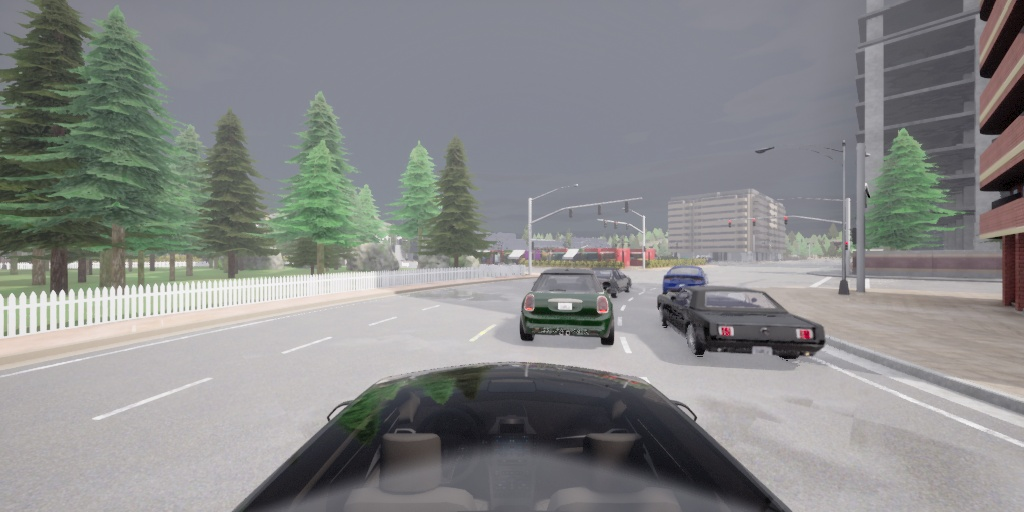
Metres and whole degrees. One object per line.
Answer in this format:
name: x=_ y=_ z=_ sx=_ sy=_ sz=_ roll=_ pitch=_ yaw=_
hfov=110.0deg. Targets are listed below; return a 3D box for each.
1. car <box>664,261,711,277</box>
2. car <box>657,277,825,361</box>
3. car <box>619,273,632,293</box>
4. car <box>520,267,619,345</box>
car: x=9.082 y=1.228 z=18.605 sx=1.882 sy=1.535 sz=5.008 roll=0 pitch=0 yaw=30
car: x=4.766 y=1.351 z=8.375 sx=1.895 sy=1.301 sz=4.718 roll=0 pitch=0 yaw=11
car: x=4.827 y=1.297 z=18.552 sx=2.033 sy=1.411 sz=5.357 roll=0 pitch=0 yaw=29
car: x=1.598 y=1.102 z=9.792 sx=2.097 sy=1.767 sz=4.553 roll=0 pitch=0 yaw=12
